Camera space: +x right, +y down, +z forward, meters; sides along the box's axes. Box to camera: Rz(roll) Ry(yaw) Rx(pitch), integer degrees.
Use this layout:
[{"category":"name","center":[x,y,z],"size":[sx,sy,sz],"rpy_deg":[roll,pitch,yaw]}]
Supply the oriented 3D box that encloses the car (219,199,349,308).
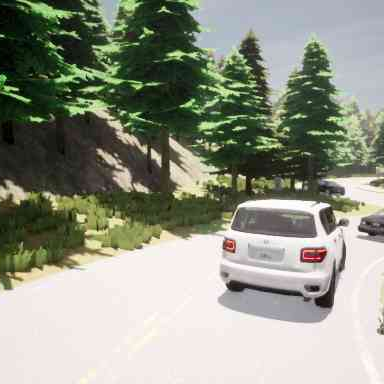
[{"category":"car","center":[2.550,1.202,8.353],"size":[2.150,2.045,5.566],"rpy_deg":[3,2,27]}]

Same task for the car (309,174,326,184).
[{"category":"car","center":[22.057,-2.304,58.226],"size":[1.882,1.535,5.008],"rpy_deg":[3,6,31]}]

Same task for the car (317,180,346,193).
[{"category":"car","center":[16.070,-0.541,38.902],"size":[1.882,1.535,5.008],"rpy_deg":[-1,5,-2]}]

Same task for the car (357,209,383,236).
[{"category":"car","center":[10.130,1.418,15.800],"size":[5.357,1.411,2.033],"rpy_deg":[-1,5,-32]}]
